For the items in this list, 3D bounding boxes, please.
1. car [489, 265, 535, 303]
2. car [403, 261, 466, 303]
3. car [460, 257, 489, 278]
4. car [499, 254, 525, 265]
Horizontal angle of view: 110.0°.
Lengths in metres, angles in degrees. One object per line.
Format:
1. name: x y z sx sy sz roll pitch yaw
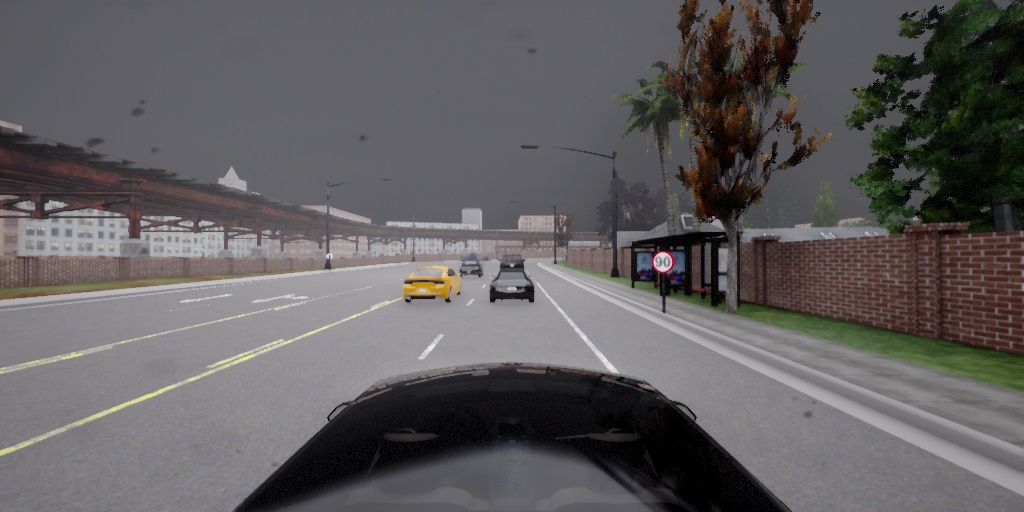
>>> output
1. car: 0.000 1.286 16.497 1.994 1.385 4.181 0 0 0
2. car: -3.500 1.198 16.497 1.882 1.535 5.008 0 0 0
3. car: -3.500 1.087 31.496 2.128 1.511 4.902 0 1 0
4. car: 0.000 0.850 31.524 2.150 2.045 5.566 0 1 0
